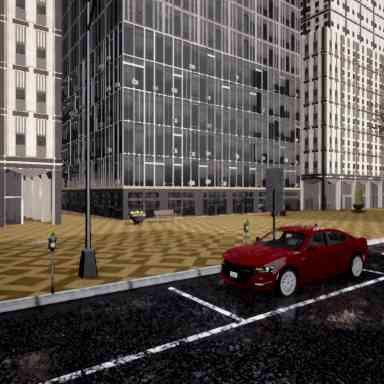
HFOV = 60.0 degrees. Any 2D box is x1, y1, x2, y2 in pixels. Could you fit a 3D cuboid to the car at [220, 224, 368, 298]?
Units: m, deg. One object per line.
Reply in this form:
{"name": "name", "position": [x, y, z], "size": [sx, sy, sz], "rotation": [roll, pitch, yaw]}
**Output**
{"name": "car", "position": [2.730, 1.545, 8.516], "size": [4.507, 1.381, 1.887], "rotation": [0, 0, -36]}
